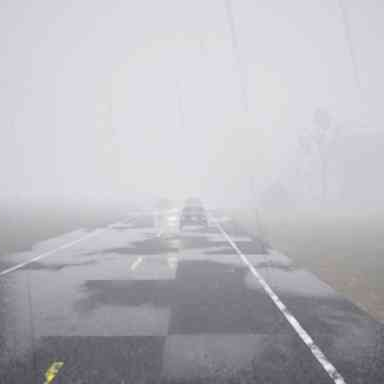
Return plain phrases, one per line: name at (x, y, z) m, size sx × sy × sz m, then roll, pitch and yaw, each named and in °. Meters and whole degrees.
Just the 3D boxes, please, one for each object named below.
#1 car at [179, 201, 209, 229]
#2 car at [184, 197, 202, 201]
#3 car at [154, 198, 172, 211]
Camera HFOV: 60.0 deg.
car at (0.107, 1.544, 21.403) m, size 2.033 × 1.411 × 5.357 m, roll 0°, pitch 0°, yaw 0°
car at (0.126, 1.347, 39.583) m, size 2.097 × 1.767 × 4.553 m, roll 0°, pitch 0°, yaw 0°
car at (-3.546, 1.521, 41.301) m, size 1.812 × 1.442 × 4.674 m, roll 0°, pitch 0°, yaw 0°
